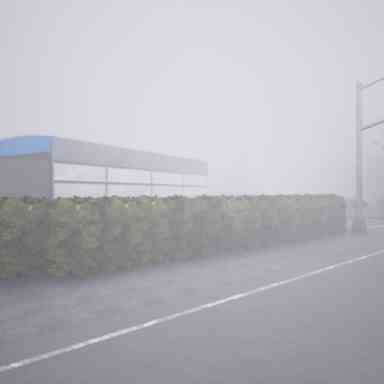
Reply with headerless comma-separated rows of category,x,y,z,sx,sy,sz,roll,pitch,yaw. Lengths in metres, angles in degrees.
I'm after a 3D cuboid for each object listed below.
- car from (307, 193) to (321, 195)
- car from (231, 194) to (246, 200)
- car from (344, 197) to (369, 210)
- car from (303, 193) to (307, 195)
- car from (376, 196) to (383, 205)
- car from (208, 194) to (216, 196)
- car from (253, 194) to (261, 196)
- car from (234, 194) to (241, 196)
car,27.131,1.137,70.706,4.605,1.855,1.932,0,0,-41
car,12.222,1.272,87.059,3.806,1.475,1.970,0,0,-41
car,19.277,1.363,39.577,4.514,1.523,2.007,0,0,-41
car,24.932,1.116,72.649,3.866,1.878,1.905,0,0,-41
car,31.502,1.419,53.928,3.806,1.475,1.970,0,0,-41
car,4.481,1.333,85.273,4.514,1.523,2.007,0,0,-41
car,16.631,1.193,82.386,5.027,1.636,2.152,0,0,-41
car,8.906,1.327,63.555,4.514,1.523,2.007,0,0,-41
